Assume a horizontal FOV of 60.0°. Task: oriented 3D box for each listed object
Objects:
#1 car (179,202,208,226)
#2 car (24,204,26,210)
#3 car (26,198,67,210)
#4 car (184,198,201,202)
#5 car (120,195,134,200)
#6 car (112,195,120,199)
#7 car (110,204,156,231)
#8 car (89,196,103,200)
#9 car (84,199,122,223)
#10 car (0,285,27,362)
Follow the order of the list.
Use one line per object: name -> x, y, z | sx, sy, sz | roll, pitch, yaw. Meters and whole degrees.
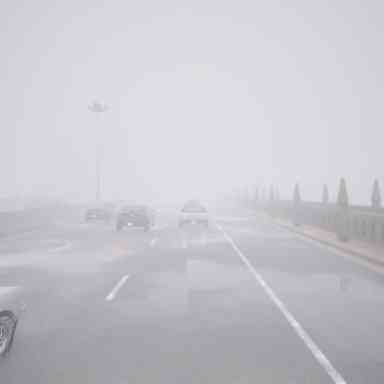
car -> 0.100, 1.602, 23.123 | 1.895, 1.301, 4.718 | 0, 0, 0
car -> -17.582, 1.499, 38.450 | 2.128, 1.511, 4.902 | 0, 0, 0
car -> -14.090, 1.482, 33.123 | 1.882, 1.535, 5.008 | 0, 0, 0
car -> 0.103, 1.518, 41.376 | 1.837, 1.490, 4.892 | 0, 0, 0
car -> -13.997, 1.593, 73.472 | 1.837, 1.490, 4.892 | 0, 0, 0
car -> -17.614, 1.472, 79.494 | 2.097, 1.767, 4.553 | 0, 0, -1
car -> -3.399, 1.505, 20.617 | 1.837, 1.490, 4.892 | 0, 0, 0
car -> -20.996, 1.569, 72.909 | 1.882, 1.535, 5.008 | 0, 0, 0
car -> -6.897, 1.527, 25.681 | 1.812, 1.442, 4.674 | 0, 0, 0
car -> -3.400, 1.601, 2.846 | 1.895, 1.301, 4.718 | 0, 0, 0
